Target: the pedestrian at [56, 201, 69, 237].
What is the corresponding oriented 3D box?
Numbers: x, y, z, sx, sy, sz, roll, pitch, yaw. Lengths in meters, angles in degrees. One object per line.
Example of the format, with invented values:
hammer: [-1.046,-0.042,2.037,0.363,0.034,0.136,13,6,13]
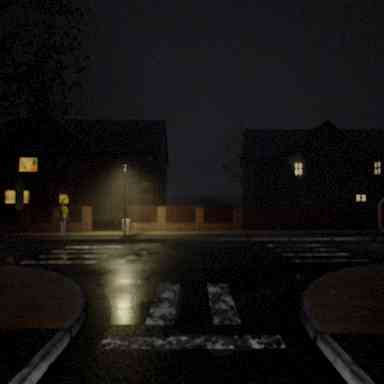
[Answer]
pedestrian: [-6.716,1.379,17.286,0.375,1.860,0.375,0,-1,1]
